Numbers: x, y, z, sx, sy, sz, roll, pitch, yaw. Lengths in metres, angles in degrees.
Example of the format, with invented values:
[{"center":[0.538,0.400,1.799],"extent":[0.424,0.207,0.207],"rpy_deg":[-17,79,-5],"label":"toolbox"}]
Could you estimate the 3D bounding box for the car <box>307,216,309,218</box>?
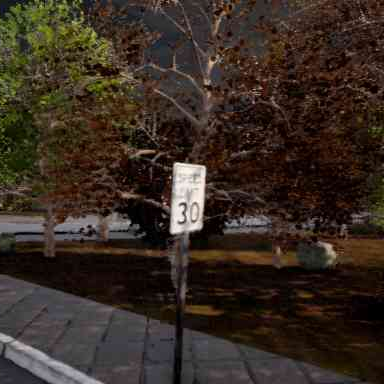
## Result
[{"center":[10.434,1.998,34.451],"extent":[5.008,1.535,1.882],"rpy_deg":[1,3,-40],"label":"car"}]
